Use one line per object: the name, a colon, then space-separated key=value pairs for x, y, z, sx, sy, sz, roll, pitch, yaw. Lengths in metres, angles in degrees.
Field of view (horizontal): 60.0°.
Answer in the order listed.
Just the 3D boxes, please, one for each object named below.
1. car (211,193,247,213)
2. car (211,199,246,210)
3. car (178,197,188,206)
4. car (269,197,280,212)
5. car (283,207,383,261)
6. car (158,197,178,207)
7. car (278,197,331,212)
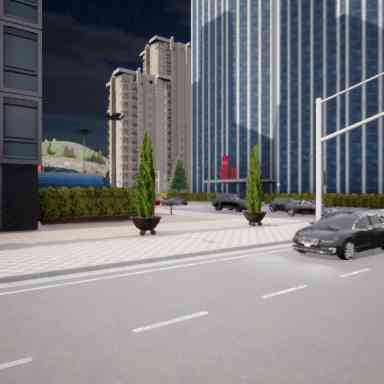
car: x=4.792 y=1.215 z=37.597 sx=2.150 sy=2.045 sz=5.566 roll=0 pitch=1 yaw=-36
car: x=4.702 y=1.601 z=43.690 sx=1.895 sy=1.301 sz=4.718 roll=0 pitch=0 yaw=-36
car: x=-2.393 y=1.564 z=53.531 sx=1.994 sy=1.385 sz=4.181 roll=0 pitch=0 yaw=-36
car: x=10.558 y=1.352 z=35.600 sx=2.097 sy=1.767 sz=4.553 roll=0 pitch=0 yaw=-36
car: x=5.799 y=1.505 z=12.435 sx=4.892 sy=1.490 sz=1.837 roll=0 pitch=0 yaw=-36
car: x=-4.693 y=1.478 z=50.732 sx=1.882 sy=1.535 sz=5.008 roll=0 pitch=0 yaw=-36
car: x=10.525 y=1.491 z=29.687 sx=2.128 sy=1.511 sz=4.902 roll=0 pitch=0 yaw=-36
